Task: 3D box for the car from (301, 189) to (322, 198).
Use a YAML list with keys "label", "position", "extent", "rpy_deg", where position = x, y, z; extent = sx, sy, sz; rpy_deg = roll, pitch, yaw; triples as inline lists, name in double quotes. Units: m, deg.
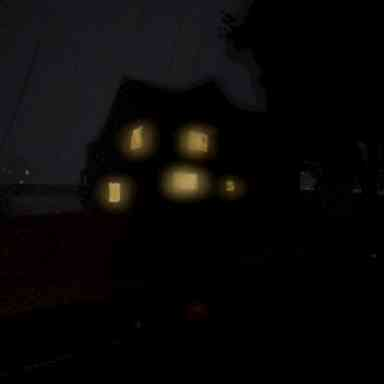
- label: "car"
  position: [19.752, 0.220, 54.515]
  extent: [2.033, 1.411, 5.357]
  rpy_deg: [1, 2, -3]
